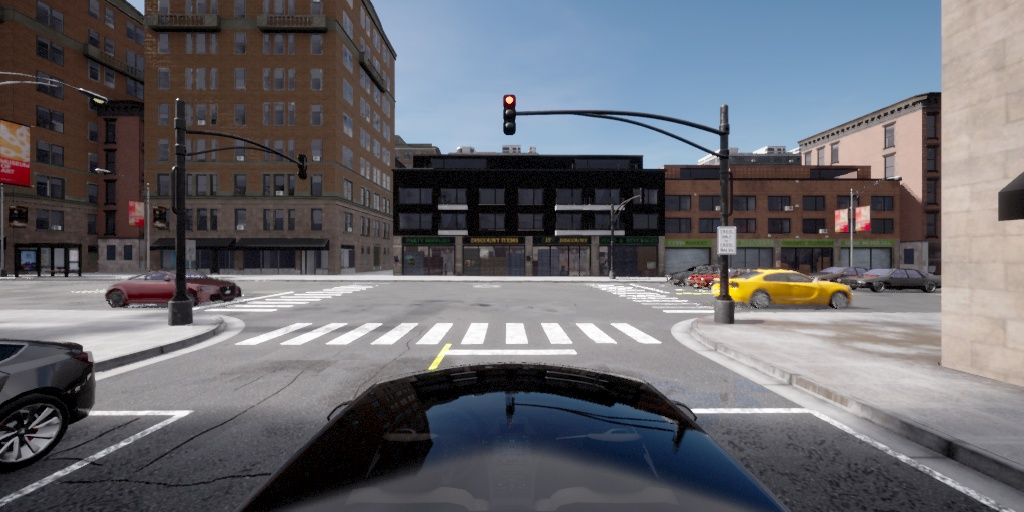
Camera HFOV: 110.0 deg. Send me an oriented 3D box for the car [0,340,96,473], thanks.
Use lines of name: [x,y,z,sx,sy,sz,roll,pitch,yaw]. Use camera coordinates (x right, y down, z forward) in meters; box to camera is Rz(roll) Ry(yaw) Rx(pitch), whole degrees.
car: [-5.388,1.316,2.113,1.948,1.339,4.313,0,0,0]

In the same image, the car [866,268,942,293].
car: [22.726,1.421,21.479,5.357,1.411,2.033,0,0,-1]

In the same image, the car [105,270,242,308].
car: [-13.351,1.257,14.309,4.181,1.385,1.994,0,0,-1]

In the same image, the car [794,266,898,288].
car: [22.914,1.422,24.735,5.357,1.411,2.033,0,0,-1]

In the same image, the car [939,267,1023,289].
car: [32.838,1.492,24.855,4.181,1.385,1.994,0,0,-1]

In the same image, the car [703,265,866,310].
car: [10.917,1.289,14.623,5.008,1.535,1.882,0,0,-1]

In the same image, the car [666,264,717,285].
car: [13.170,1.329,24.605,4.892,1.490,1.837,0,0,-1]

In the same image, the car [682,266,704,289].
car: [13.079,1.424,21.355,4.718,1.301,1.895,0,0,-1]
